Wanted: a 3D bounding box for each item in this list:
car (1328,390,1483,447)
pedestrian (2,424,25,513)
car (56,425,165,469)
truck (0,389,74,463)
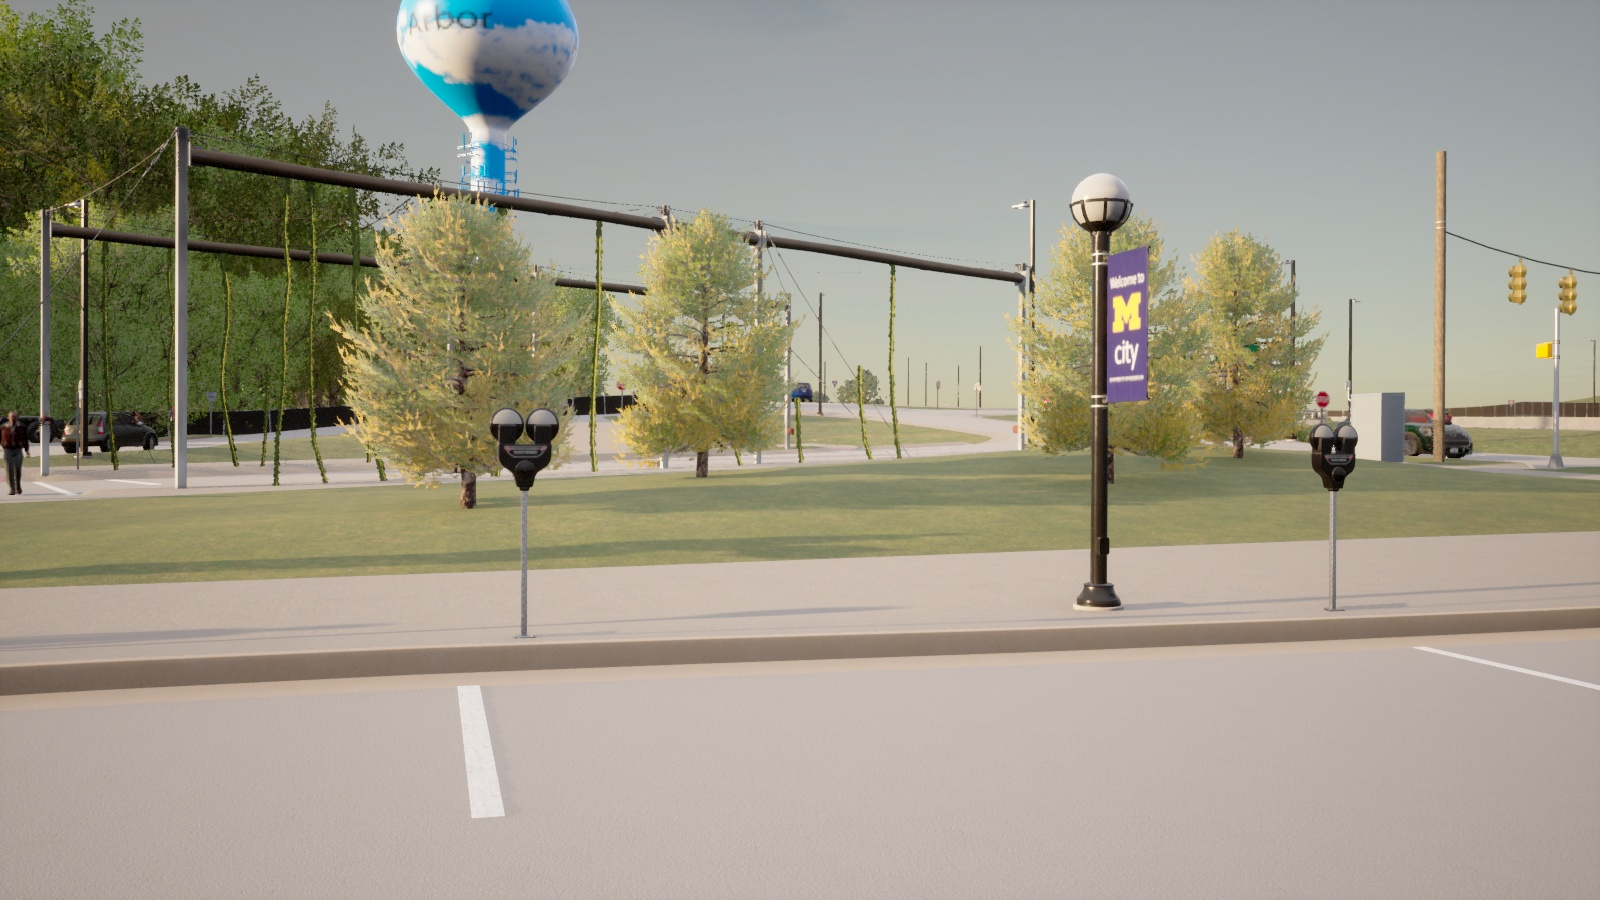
[{"bbox_3d":[20.032,-1.061,41.779,2.097,1.767,4.553,-1,2,-17],"label":"car"},{"bbox_3d":[-16.609,0.386,26.520,0.376,1.854,0.720,-1,0,-31],"label":"pedestrian"},{"bbox_3d":[-27.132,-0.161,49.539,1.851,1.617,3.988,-1,2,4],"label":"car"},{"bbox_3d":[-39.629,-1.128,60.196,7.936,3.462,2.891,-3,3,-36],"label":"truck"}]
